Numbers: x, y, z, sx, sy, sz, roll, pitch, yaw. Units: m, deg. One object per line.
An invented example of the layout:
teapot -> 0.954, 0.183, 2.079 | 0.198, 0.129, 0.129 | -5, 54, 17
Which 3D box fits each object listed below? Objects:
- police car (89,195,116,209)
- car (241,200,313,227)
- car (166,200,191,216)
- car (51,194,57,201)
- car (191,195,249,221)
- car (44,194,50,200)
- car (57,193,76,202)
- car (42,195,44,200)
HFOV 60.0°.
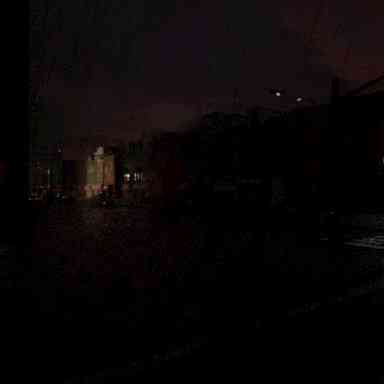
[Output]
police car -> -10.803, 1.153, 40.045 | 1.930, 1.638, 5.238 | 0, 0, -36
car -> 5.628, 1.437, 21.641 | 1.887, 1.381, 4.507 | 1, 0, -36
car -> -0.699, 1.363, 30.477 | 1.887, 1.381, 4.507 | 0, 0, -36
car -> -26.010, 0.987, 65.817 | 1.967, 1.590, 4.097 | 0, 0, -36
car -> 2.467, 1.170, 26.059 | 2.192, 1.841, 5.009 | 1, 0, -36
car -> -29.175, 1.060, 70.235 | 1.887, 1.381, 4.507 | 0, 0, -36
car -> -22.946, 1.103, 61.538 | 1.752, 1.417, 4.829 | 0, 0, -36
car -> -32.339, 1.035, 74.653 | 2.008, 1.369, 4.403 | 0, 0, -36
